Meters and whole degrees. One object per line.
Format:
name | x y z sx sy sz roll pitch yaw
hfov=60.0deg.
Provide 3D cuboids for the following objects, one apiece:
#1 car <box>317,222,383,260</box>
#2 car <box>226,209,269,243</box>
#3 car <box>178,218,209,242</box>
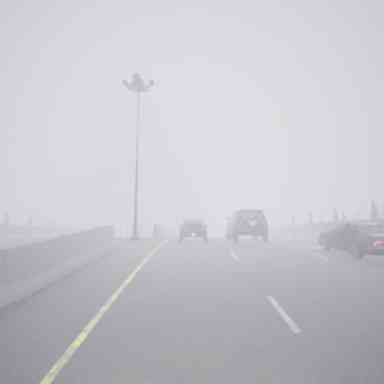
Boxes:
car | 7.092 1.957 14.026 2.033 1.411 5.357 0 -3 0
car | 3.588 2.248 22.231 2.150 2.045 5.566 0 -5 0
car | 0.088 2.589 22.853 1.837 1.490 4.892 0 -5 0
